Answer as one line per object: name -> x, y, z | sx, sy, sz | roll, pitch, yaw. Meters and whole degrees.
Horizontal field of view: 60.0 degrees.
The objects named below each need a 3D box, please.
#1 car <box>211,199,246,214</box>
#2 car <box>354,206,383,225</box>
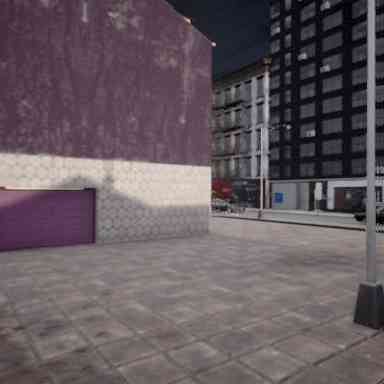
car -> 3.414, 1.469, 34.094 | 1.837, 1.490, 4.892 | 0, 0, -35
car -> 12.876, 1.590, 20.827 | 1.895, 1.301, 4.718 | 0, 0, -36
